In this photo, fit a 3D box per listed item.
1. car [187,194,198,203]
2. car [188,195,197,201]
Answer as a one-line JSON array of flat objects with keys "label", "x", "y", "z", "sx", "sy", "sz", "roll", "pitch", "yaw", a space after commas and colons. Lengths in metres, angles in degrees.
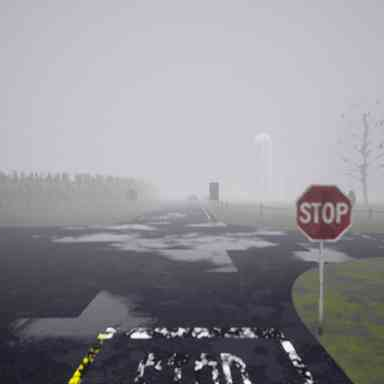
[{"label": "car", "x": 0.115, "y": 1.090, "z": 61.757, "sx": 2.097, "sy": 1.767, "sz": 4.553, "roll": 0, "pitch": 0, "yaw": 1}, {"label": "car", "x": 0.068, "y": 1.227, "z": 71.810, "sx": 1.895, "sy": 1.301, "sz": 4.718, "roll": 0, "pitch": 0, "yaw": 0}]
